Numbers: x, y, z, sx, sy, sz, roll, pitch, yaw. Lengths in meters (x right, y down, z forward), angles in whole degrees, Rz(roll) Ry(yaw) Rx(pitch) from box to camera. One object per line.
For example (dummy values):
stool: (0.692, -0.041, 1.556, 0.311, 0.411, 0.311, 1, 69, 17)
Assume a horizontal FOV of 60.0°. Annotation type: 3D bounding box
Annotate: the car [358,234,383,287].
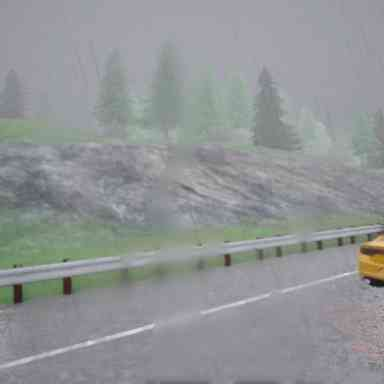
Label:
car: (6.013, 1.460, 8.037, 5.008, 1.535, 1.882, 0, 0, -36)
